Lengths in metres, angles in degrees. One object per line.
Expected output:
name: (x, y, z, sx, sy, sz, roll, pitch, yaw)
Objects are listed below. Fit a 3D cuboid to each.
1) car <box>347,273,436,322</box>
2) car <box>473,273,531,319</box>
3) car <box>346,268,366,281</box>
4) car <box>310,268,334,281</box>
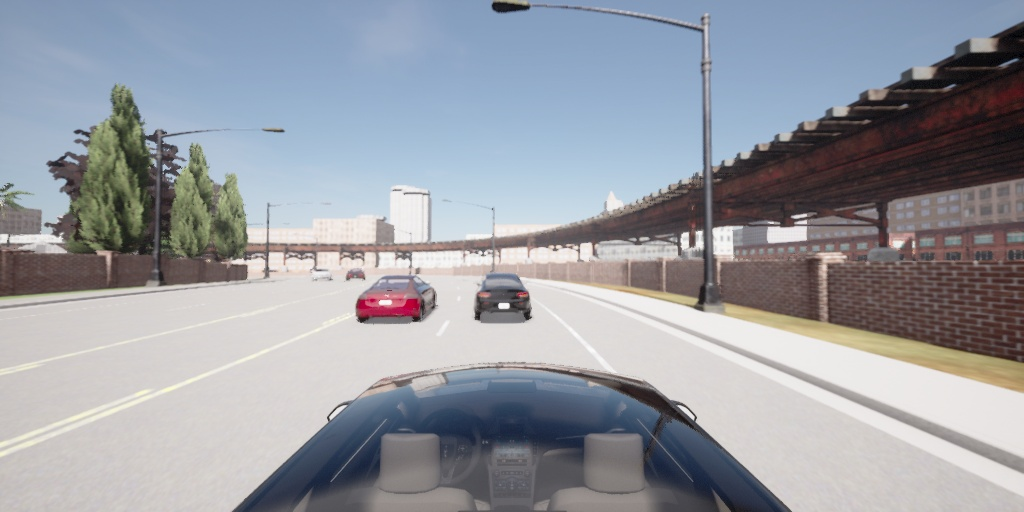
car: (-3.870, 1.345, 12.551, 1.994, 1.385, 4.181, 0, 0, -4)
car: (-0.402, 1.314, 12.854, 1.812, 1.442, 4.674, 0, 0, -4)
car: (-17.452, 2.072, 40.231, 1.994, 1.385, 4.181, 1, -3, -21)
car: (-21.133, 2.056, 40.054, 1.812, 1.442, 4.674, 1, -3, -22)
